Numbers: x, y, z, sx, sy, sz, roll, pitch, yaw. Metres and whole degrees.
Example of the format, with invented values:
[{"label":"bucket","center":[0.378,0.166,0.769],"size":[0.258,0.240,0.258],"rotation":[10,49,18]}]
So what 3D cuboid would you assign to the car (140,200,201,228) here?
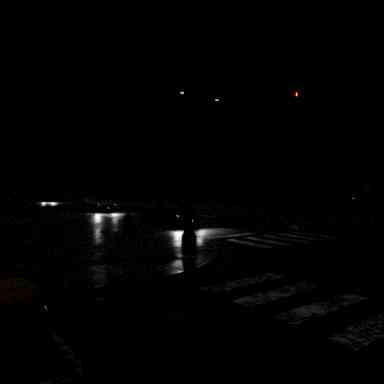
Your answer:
[{"label":"car","center":[-1.406,1.227,19.770],"size":[1.812,1.442,4.674],"rotation":[0,1,-37]}]

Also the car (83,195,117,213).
[{"label":"car","center":[-8.233,1.010,29.325],"size":[1.812,1.442,4.674],"rotation":[0,1,-35]}]

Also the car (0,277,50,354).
[{"label":"car","center":[-4.222,1.525,3.650],"size":[4.829,1.417,1.752],"rotation":[0,0,-35]}]

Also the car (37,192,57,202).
[{"label":"car","center":[-20.244,0.688,46.250],"size":[1.994,1.385,4.181],"rotation":[0,1,-35]}]
